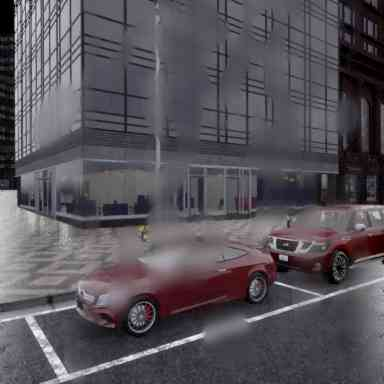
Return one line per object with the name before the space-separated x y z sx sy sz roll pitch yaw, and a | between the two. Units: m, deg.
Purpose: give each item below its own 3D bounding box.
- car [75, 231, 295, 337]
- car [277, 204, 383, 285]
car | -0.099 1.582 6.575 4.206 1.307 1.802 0 0 -35
car | 4.322 1.315 9.721 5.009 1.841 2.192 0 0 -35
